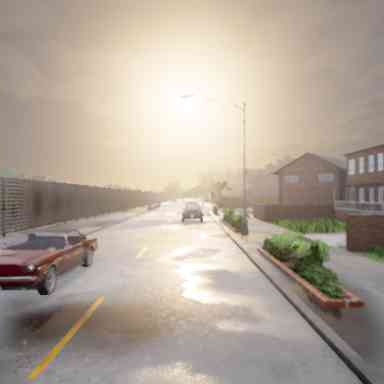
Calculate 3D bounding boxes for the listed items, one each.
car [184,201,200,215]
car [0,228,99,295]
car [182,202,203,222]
[{"bbox_3d":[0.008,2.002,42.846,1.837,1.490,4.892,0,0,0],"label":"car"},{"bbox_3d":[-4.114,1.708,9.133,1.895,1.301,4.718,0,-1,0],"label":"car"},{"bbox_3d":[0.041,1.873,30.022,1.812,1.442,4.674,0,-1,0],"label":"car"}]
